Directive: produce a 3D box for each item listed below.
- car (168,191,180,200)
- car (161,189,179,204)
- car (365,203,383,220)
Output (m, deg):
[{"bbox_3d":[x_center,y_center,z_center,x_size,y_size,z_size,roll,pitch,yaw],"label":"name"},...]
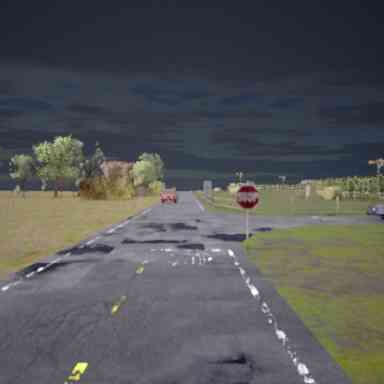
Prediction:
[{"bbox_3d":[-3.458,0.669,64.832,2.128,1.511,4.902,0,1,-1],"label":"car"},{"bbox_3d":[-3.271,0.599,48.081,2.150,2.045,5.566,0,1,-1],"label":"car"},{"bbox_3d":[13.883,1.100,20.856,5.357,1.411,2.033,-1,0,-1],"label":"car"}]
